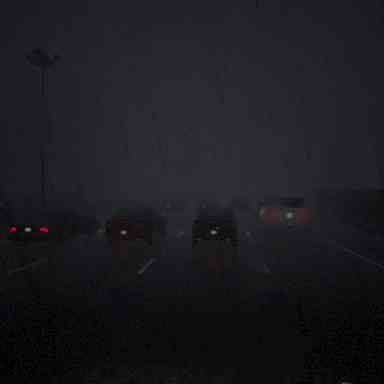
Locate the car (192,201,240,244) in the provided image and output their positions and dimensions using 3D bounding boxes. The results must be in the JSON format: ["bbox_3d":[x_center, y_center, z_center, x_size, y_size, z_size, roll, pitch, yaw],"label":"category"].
[{"bbox_3d":[1.139,1.429,15.524,1.882,1.535,5.008,0,0,7],"label":"car"}]

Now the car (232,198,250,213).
[{"bbox_3d":[5.121,1.387,35.597,2.128,1.511,4.902,0,0,15],"label":"car"}]

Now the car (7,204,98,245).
[{"bbox_3d":[-5.982,1.482,15.197,2.033,1.411,5.357,0,0,6],"label":"car"}]

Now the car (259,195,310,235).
[{"bbox_3d":[5.070,1.172,18.683,2.150,2.045,5.566,0,0,8],"label":"car"}]

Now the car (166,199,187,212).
[{"bbox_3d":[-1.942,1.440,36.198,1.994,1.385,4.181,0,0,15],"label":"car"}]

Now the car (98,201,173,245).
[{"bbox_3d":[-2.390,1.421,15.428,1.882,1.535,5.008,0,0,6],"label":"car"}]

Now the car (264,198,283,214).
[{"bbox_3d":[8.801,1.408,35.750,1.837,1.490,4.892,0,0,16],"label":"car"}]

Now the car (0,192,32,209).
[{"bbox_3d":[-17.039,1.066,34.441,2.150,2.045,5.566,0,0,13],"label":"car"}]

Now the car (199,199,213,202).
[{"bbox_3d":[1.655,1.449,36.131,1.994,1.385,4.181,0,0,15],"label":"car"}]

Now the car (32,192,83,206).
[{"bbox_3d":[-13.459,1.075,34.403,2.150,2.045,5.566,0,0,14],"label":"car"}]
